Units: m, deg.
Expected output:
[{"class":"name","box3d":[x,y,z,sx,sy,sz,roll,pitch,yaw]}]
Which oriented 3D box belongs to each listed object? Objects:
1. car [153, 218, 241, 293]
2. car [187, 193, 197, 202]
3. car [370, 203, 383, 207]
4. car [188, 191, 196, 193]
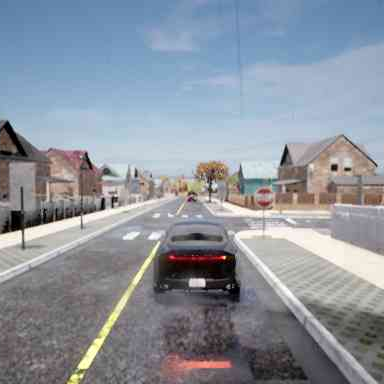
[{"class":"car","box3d":[0.116,1.432,8.617,1.837,1.490,4.892,0,0,0]},{"class":"car","box3d":[-0.003,1.312,65.972,1.895,1.301,4.718,0,0,0]},{"class":"car","box3d":[13.272,1.421,22.738,4.181,1.385,1.994,1,3,8]},{"class":"car","box3d":[-0.003,0.771,75.991,2.150,2.045,5.566,0,0,0]}]
